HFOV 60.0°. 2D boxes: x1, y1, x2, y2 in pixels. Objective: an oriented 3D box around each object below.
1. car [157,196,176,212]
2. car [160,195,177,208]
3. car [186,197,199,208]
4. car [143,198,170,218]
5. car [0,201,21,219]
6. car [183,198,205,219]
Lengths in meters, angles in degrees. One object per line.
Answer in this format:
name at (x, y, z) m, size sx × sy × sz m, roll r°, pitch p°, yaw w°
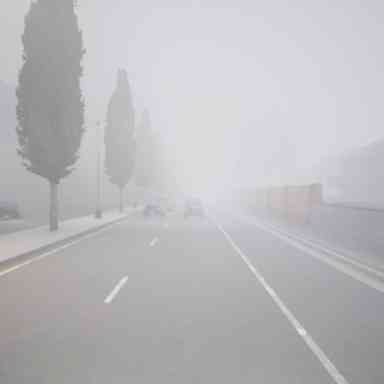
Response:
car at (-3.339, 1.345, 38.970) m, size 2.097 × 1.767 × 4.553 m, roll 0°, pitch 0°, yaw 0°
car at (-3.391, 1.342, 48.174) m, size 2.097 × 1.767 × 4.553 m, roll 0°, pitch 0°, yaw 0°
car at (0.113, 1.497, 48.484) m, size 1.837 × 1.490 × 4.892 m, roll 0°, pitch 0°, yaw 0°
car at (-3.344, 1.521, 30.217) m, size 1.812 × 1.442 × 4.674 m, roll 0°, pitch 0°, yaw 0°
car at (-15.602, 1.488, 28.151) m, size 2.033 × 1.411 × 5.357 m, roll 1°, pitch 0°, yaw -28°
car at (0.161, 1.542, 29.230) m, size 2.033 × 1.411 × 5.357 m, roll 0°, pitch 0°, yaw 0°
